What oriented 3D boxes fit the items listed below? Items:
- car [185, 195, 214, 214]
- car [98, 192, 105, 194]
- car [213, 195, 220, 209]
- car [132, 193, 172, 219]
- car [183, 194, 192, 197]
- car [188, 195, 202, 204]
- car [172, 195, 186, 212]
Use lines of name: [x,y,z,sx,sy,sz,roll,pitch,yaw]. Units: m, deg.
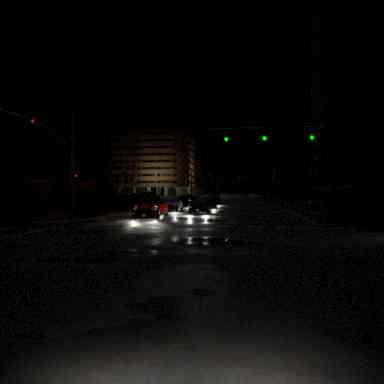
car: [0.823,1.350,32.430,1.812,1.442,4.674,0,0,8]
car: [-19.795,0.854,68.535,4.605,1.855,1.932,0,0,8]
car: [2.176,1.250,42.571,1.882,1.535,5.008,0,0,8]
car: [-3.378,1.203,27.575,2.097,1.767,4.553,0,0,8]
car: [-0.835,1.105,46.575,2.097,1.767,4.553,0,0,8]
car: [0.526,1.226,56.678,1.812,1.442,4.674,0,0,7]
car: [-2.181,1.330,36.487,1.812,1.442,4.674,0,0,8]
